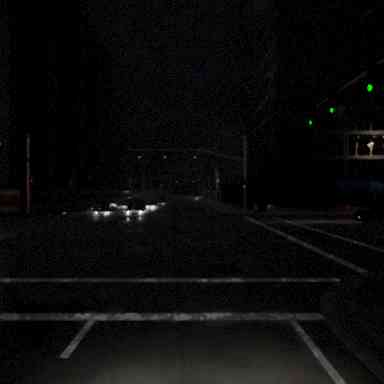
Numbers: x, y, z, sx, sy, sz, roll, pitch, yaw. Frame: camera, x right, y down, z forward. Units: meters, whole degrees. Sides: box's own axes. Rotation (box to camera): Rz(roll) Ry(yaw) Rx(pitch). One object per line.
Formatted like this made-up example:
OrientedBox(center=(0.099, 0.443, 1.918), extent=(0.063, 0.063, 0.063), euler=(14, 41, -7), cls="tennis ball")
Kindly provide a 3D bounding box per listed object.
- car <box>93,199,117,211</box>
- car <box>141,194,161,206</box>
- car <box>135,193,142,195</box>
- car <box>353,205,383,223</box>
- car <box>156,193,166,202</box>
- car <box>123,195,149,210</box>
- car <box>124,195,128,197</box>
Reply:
OrientedBox(center=(-10.578, 1.575, 40.843), extent=(2.033, 1.411, 5.357), euler=(0, 0, 0), cls="car")
OrientedBox(center=(-7.050, 1.531, 56.897), extent=(2.128, 1.511, 4.902), euler=(0, 0, 0), cls="car")
OrientedBox(center=(-10.468, 1.496, 72.629), extent=(2.033, 1.411, 5.357), euler=(0, 0, 0), cls="car")
OrientedBox(center=(14.948, 1.618, 25.372), extent=(4.718, 1.301, 1.895), euler=(0, 0, 0), cls="car")
OrientedBox(center=(-6.968, 1.185, 72.457), extent=(2.150, 2.045, 5.566), euler=(0, 0, 0), cls="car")
OrientedBox(center=(-7.069, 1.530, 42.788), extent=(1.837, 1.490, 4.892), euler=(0, 1, 0), cls="car")
OrientedBox(center=(-10.545, 1.640, 57.032), extent=(1.895, 1.301, 4.718), euler=(0, 0, 0), cls="car")
